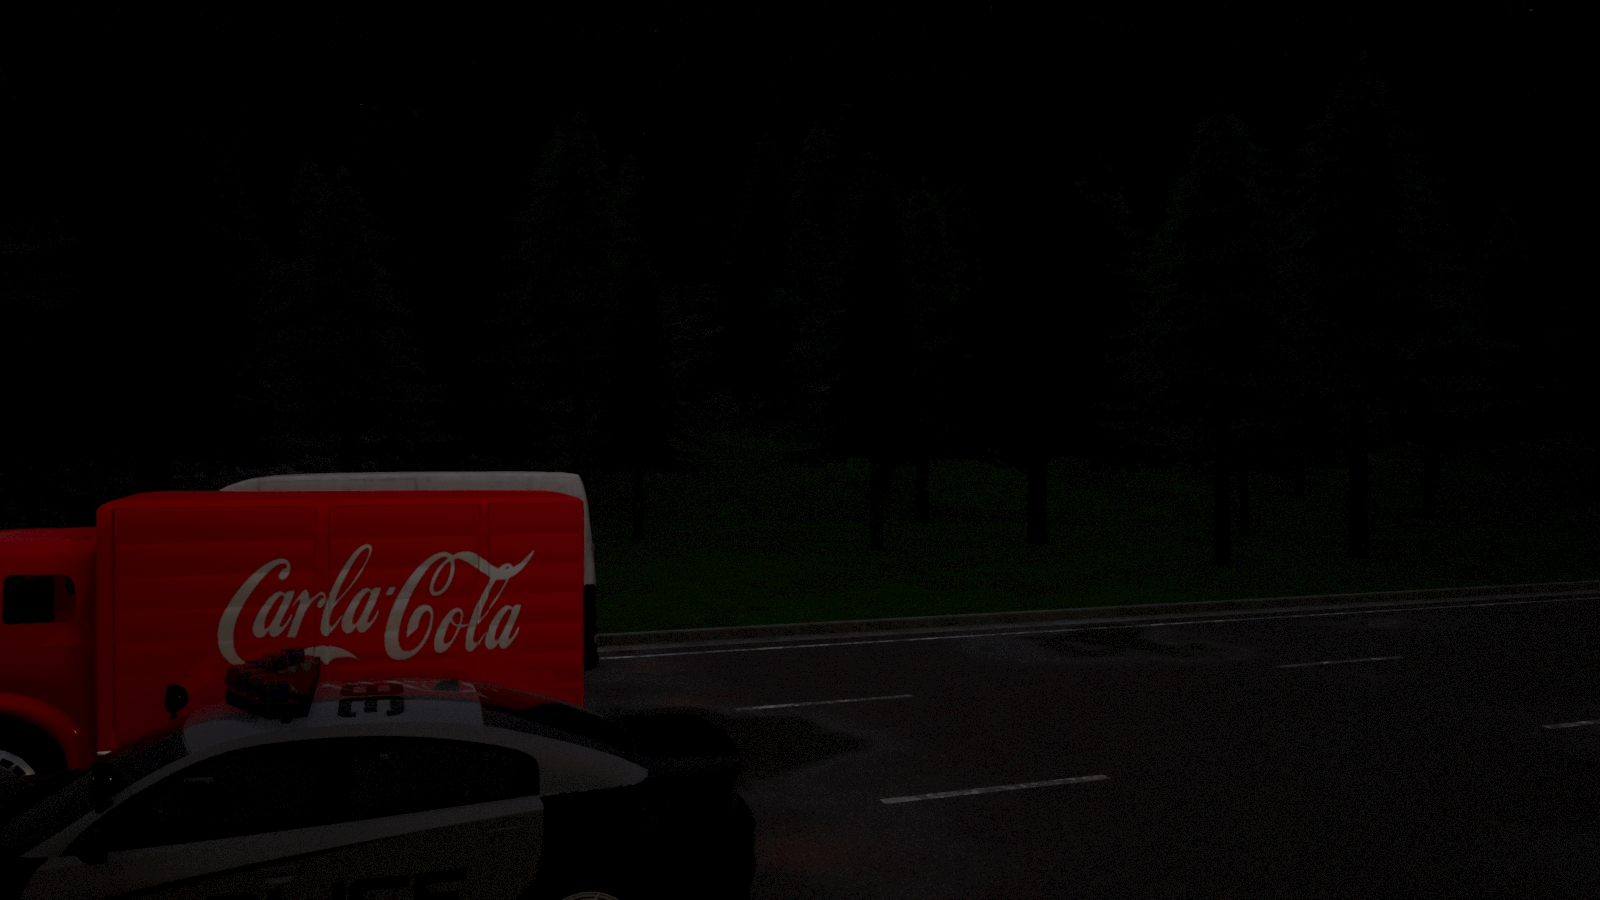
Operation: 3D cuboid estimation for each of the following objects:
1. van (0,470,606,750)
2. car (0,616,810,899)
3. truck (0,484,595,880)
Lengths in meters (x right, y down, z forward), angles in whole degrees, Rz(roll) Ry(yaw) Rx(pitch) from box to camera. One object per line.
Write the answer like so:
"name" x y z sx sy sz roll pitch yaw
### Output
"van" -5.250 1.534 12.548 5.915 2.561 1.988 0 0 -19
"car" -2.766 1.982 6.136 5.238 1.638 2.097 0 0 -20
"truck" -4.476 1.567 9.126 5.204 2.467 2.627 0 0 -21
